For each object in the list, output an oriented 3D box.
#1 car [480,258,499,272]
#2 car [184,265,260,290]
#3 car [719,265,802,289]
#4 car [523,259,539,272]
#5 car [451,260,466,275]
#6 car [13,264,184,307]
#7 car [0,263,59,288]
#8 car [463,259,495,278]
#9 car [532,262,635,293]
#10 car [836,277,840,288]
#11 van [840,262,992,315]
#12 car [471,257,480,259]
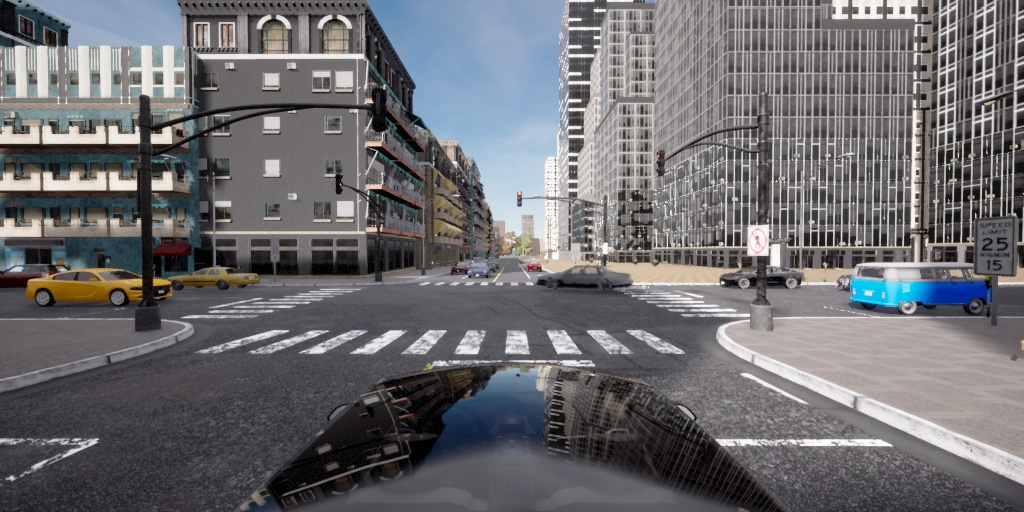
[{"bbox_3d":[-2.981,1.309,44.003,1.994,1.385,4.181,0,0,0],"label":"car"},{"bbox_3d":[-17.829,1.247,21.371,4.829,1.417,1.751,0,0,0],"label":"car"},{"bbox_3d":[14.729,1.216,21.334,4.313,1.339,1.948,0,0,0],"label":"car"},{"bbox_3d":[2.776,1.290,45.103,1.888,1.381,4.507,0,0,0],"label":"car"},{"bbox_3d":[-5.587,1.290,39.420,1.888,1.381,4.507,0,0,0],"label":"car"},{"bbox_3d":[-17.726,1.287,15.567,5.008,1.535,1.882,0,1,0],"label":"car"},{"bbox_3d":[-28.727,1.190,21.384,4.097,1.591,1.967,0,0,0],"label":"car"},{"bbox_3d":[-3.011,1.292,33.970,2.033,1.411,5.357,0,0,0],"label":"car"},{"bbox_3d":[4.142,1.239,20.451,5.357,1.411,2.033,0,0,25],"label":"car"},{"bbox_3d":[19.820,1.184,18.725,4.892,1.490,1.837,0,1,0],"label":"car"},{"bbox_3d":[14.719,1.117,12.953,3.998,1.789,1.690,0,0,0],"label":"van"},{"bbox_3d":[-5.571,1.184,45.069,1.967,1.591,4.097,0,0,0],"label":"car"}]
